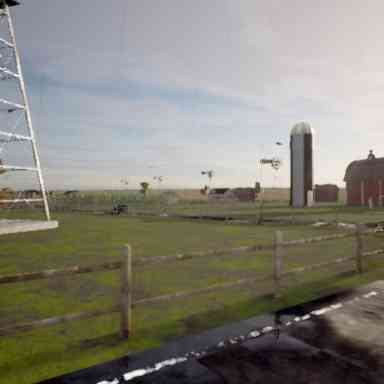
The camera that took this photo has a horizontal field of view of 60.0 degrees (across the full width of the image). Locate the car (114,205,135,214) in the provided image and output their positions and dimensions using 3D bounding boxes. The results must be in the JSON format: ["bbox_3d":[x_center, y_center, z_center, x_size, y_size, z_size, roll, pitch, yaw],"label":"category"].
[{"bbox_3d":[-11.056,2.796,54.073,1.812,1.442,4.674,0,-1,-41],"label":"car"}]
